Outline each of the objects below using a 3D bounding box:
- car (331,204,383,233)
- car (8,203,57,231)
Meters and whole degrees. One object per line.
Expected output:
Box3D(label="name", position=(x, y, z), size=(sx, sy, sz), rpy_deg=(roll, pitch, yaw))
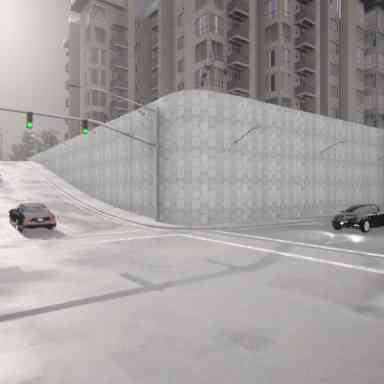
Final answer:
Box3D(label="car", position=(10.338, 1.505, 19.977), size=(4.892, 1.490, 1.837), rpy_deg=(0, 0, -36))
Box3D(label="car", position=(-9.456, 1.369, 19.538), size=(2.033, 1.411, 5.357), rpy_deg=(0, 3, -36))
